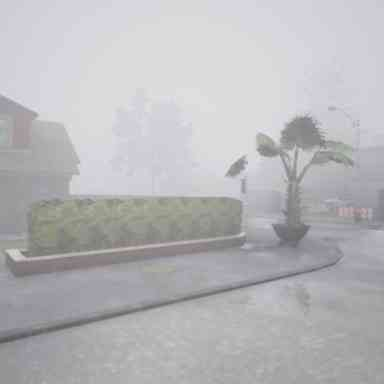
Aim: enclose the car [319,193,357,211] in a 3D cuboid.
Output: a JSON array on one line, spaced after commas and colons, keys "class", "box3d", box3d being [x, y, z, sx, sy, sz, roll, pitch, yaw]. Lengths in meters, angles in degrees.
[{"class": "car", "box3d": [15.195, 1.033, 34.666, 3.866, 1.878, 1.905, 0, 0, 0]}]
